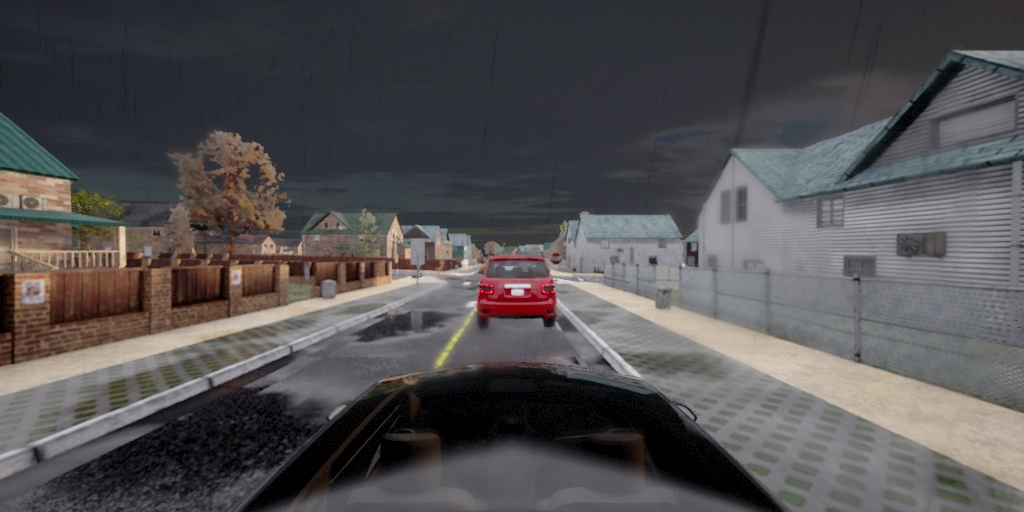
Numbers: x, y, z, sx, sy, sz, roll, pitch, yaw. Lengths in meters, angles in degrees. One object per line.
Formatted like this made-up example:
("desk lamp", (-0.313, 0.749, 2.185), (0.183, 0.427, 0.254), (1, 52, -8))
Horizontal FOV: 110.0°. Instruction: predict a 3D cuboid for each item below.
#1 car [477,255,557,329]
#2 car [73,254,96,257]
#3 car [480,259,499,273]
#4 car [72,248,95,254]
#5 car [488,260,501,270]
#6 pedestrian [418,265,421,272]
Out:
("car", (0.099, 1.007, 11.573), (2.150, 2.045, 5.566), (0, 0, -1))
("car", (-40.484, 0.715, 32.265), (4.718, 1.301, 1.895), (1, 1, 1))
("car", (-2.869, 1.279, 46.497), (2.097, 1.767, 4.553), (0, 0, 0))
("car", (-44.172, 0.211, 35.179), (5.566, 2.045, 2.150), (1, 1, 2))
("car", (-2.862, 1.475, 59.420), (1.837, 1.490, 4.892), (0, 1, 0))
("pedestrian", (-9.703, 0.759, 37.619), (0.375, 1.860, 0.375), (0, 0, 1))
